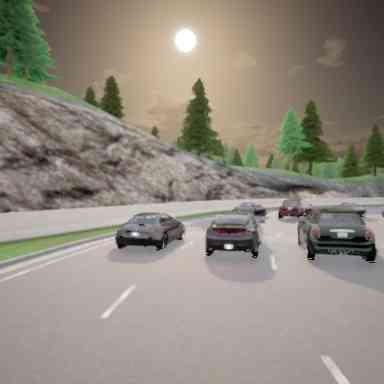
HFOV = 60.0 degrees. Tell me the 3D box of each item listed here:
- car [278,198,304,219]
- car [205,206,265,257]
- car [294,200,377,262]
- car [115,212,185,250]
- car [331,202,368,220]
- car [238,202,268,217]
[{"bbox_3d":[9.117,1.384,28.641,2.097,1.767,4.553,0,0,35],"label":"car"},{"bbox_3d":[1.758,1.520,13.135,1.837,1.490,4.892,-1,0,14],"label":"car"},{"bbox_3d":[5.203,1.366,12.506,2.097,1.767,4.553,0,0,13],"label":"car"},{"bbox_3d":[-1.682,1.580,14.618,1.994,1.385,4.181,0,0,14],"label":"car"},{"bbox_3d":[13.807,1.597,29.017,1.994,1.385,4.181,0,0,40],"label":"car"},{"bbox_3d":[5.190,1.597,29.615,1.994,1.385,4.181,0,0,34],"label":"car"}]
